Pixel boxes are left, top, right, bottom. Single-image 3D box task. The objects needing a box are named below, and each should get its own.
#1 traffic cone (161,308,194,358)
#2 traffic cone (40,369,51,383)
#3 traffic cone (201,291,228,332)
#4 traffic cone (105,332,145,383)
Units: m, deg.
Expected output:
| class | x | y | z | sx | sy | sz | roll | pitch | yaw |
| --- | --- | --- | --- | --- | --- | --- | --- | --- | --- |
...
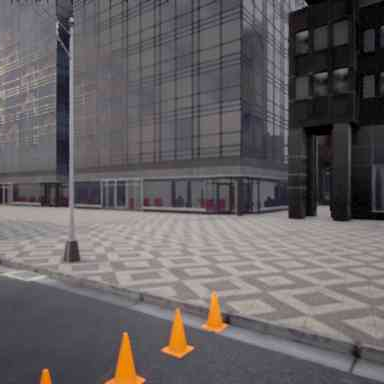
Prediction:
| class | x | y | z | sx | sy | sz | roll | pitch | yaw |
| --- | --- | --- | --- | --- | --- | --- | --- | --- | --- |
| traffic cone | -0.205 | 1.954 | 4.728 | 0.340 | 0.580 | 0.340 | 0 | 0 | 35 |
| traffic cone | -1.365 | 1.954 | 3.099 | 0.340 | 0.580 | 0.340 | 0 | 0 | 35 |
| traffic cone | 0.376 | 1.954 | 5.543 | 0.340 | 0.580 | 0.340 | 0 | 0 | 35 |
| traffic cone | -0.785 | 1.954 | 3.914 | 0.340 | 0.580 | 0.340 | 0 | 0 | 35 |
